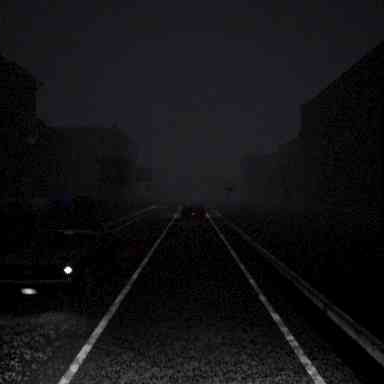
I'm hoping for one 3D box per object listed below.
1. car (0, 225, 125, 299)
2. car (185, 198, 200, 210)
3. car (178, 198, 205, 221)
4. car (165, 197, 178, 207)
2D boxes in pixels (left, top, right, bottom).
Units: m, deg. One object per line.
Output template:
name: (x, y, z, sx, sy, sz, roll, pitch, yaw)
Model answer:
car: (-3.106, 1.579, 8.532, 1.895, 1.301, 4.718, 0, 0, 0)
car: (0.059, 1.499, 43.998, 1.812, 1.442, 4.674, 0, 0, 0)
car: (0.084, 1.450, 27.155, 1.882, 1.535, 5.008, 0, 0, 0)
car: (-3.098, 1.486, 52.223, 1.812, 1.442, 4.674, 0, 0, 0)
